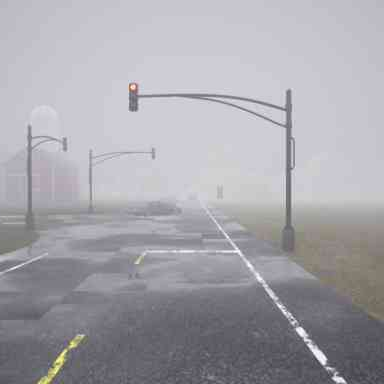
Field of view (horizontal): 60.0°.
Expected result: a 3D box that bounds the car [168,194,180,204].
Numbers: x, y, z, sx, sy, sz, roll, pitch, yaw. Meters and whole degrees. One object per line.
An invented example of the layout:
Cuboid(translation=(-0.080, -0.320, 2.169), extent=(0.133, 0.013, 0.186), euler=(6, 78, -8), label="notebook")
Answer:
Cuboid(translation=(-3.501, 1.288, 65.007), extent=(2.097, 1.767, 4.553), euler=(0, 0, 1), label="car")

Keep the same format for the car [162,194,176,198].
Cuboid(translation=(-3.572, 1.444, 45.088), extent=(1.882, 1.535, 5.008), euler=(0, 0, 0), label="car")

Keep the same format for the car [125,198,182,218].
Cuboid(translation=(-3.364, 1.501, 29.665), extent=(2.033, 1.411, 5.357), euler=(0, 0, 44), label="car")

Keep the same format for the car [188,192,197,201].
Cuboid(translation=(0.056, 1.117, 85.531), extent=(2.150, 2.045, 5.566), euler=(0, 0, 0), label="car")

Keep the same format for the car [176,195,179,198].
Cuboid(translation=(-3.559, 1.516, 54.982), extent=(1.994, 1.385, 4.181), euler=(0, 0, 0), label="car")

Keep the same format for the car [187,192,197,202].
Cuboid(translation=(0.065, 1.141, 74.887), extent=(2.150, 2.045, 5.566), euler=(0, 0, 0), label="car")
